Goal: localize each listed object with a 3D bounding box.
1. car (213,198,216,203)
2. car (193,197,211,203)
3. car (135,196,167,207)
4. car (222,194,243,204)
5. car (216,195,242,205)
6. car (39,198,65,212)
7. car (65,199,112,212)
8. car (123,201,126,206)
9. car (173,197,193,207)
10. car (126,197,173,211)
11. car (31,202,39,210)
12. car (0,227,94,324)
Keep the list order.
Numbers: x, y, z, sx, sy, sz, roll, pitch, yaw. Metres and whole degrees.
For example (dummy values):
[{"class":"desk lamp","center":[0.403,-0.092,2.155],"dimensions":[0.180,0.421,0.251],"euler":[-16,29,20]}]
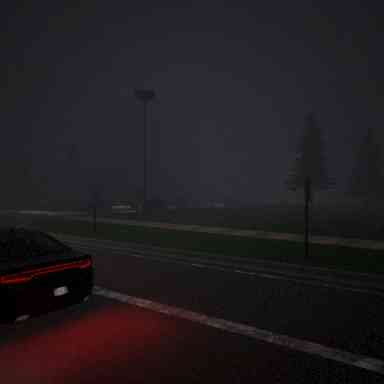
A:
[{"class":"car","center":[6.107,1.547,69.247],"dimensions":[2.033,1.411,5.357],"euler":[0,0,35]},{"class":"car","center":[1.902,1.601,69.349],"dimensions":[1.895,1.301,4.718],"euler":[0,0,35]},{"class":"car","center":[-6.297,1.489,51.723],"dimensions":[2.128,1.511,4.902],"euler":[0,0,35]},{"class":"car","center":[8.073,1.354,65.973],"dimensions":[2.097,1.767,4.553],"euler":[0,0,35]},{"class":"car","center":[6.555,1.564,57.835],"dimensions":[1.994,1.385,4.181],"euler":[0,0,35]},{"class":"car","center":[-14.834,1.547,39.547],"dimensions":[2.033,1.411,5.357],"euler":[0,0,35]},{"class":"car","center":[-11.491,1.478,38.219],"dimensions":[1.882,1.535,5.008],"euler":[0,0,35]},{"class":"car","center":[-9.160,1.563,53.729],"dimensions":[1.994,1.385,4.181],"euler":[0,0,35]},{"class":"car","center":[-2.289,1.526,51.317],"dimensions":[1.812,1.442,4.674],"euler":[0,0,35]},{"class":"car","center":[-5.134,1.546,41.189],"dimensions":[2.033,1.411,5.357],"euler":[0,0,35]},{"class":"car","center":[-17.628,1.526,41.657],"dimensions":[1.812,1.442,4.674],"euler":[0,0,35]},{"class":"car","center":[-4.162,1.478,6.935],"dimensions":[5.008,1.535,1.882],"euler":[0,0,36]}]
